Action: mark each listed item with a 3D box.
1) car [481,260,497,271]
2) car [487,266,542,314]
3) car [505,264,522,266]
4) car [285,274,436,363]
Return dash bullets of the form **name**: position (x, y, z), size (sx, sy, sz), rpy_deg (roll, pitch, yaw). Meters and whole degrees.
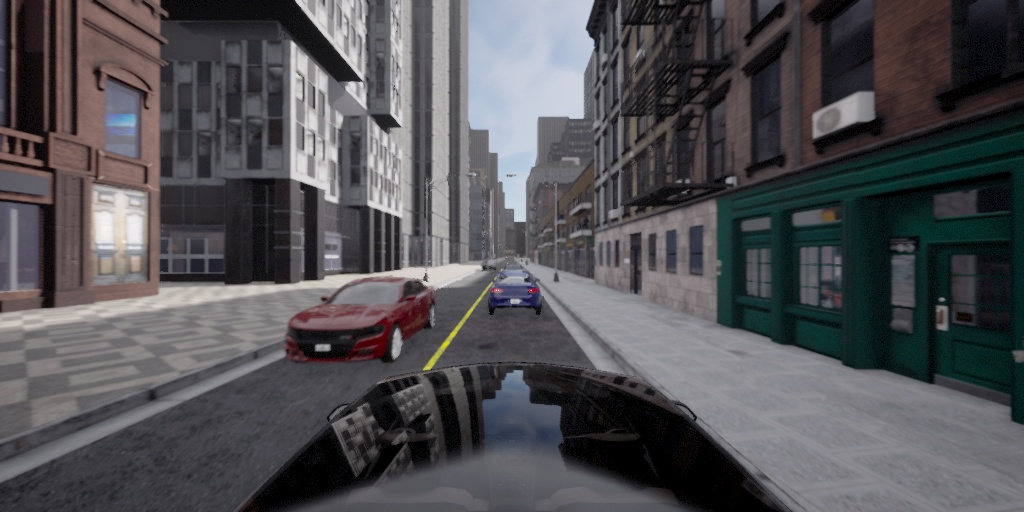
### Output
- **car**: position (-3.075, 1.255, 48.994), size (1.882, 1.535, 5.008), rpy_deg (0, 0, 0)
- **car**: position (0.101, 1.274, 13.662), size (1.812, 1.442, 4.674), rpy_deg (0, 0, 0)
- **car**: position (0.103, 1.361, 31.328), size (1.895, 1.301, 4.718), rpy_deg (0, 0, 0)
- **car**: position (-3.100, 1.226, 8.379), size (1.882, 1.535, 5.008), rpy_deg (0, 0, 0)
